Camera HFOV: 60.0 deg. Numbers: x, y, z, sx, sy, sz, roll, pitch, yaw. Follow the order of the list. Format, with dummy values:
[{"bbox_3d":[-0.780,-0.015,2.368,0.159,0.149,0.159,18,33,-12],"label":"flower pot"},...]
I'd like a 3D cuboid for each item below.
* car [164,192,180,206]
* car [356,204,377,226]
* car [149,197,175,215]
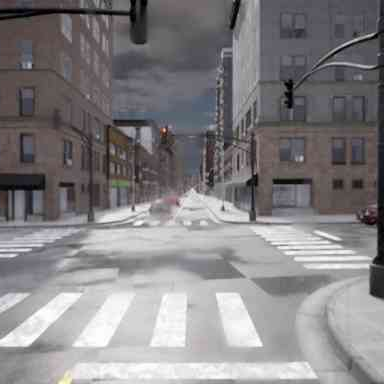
[{"bbox_3d":[-2.972,1.080,50.194,2.150,2.045,5.566,0,0,0],"label":"car"},{"bbox_3d":[12.124,1.058,18.858,5.009,1.841,2.192,-1,1,0],"label":"car"},{"bbox_3d":[-3.024,1.460,32.812,1.994,1.385,4.181,0,0,0],"label":"car"}]
